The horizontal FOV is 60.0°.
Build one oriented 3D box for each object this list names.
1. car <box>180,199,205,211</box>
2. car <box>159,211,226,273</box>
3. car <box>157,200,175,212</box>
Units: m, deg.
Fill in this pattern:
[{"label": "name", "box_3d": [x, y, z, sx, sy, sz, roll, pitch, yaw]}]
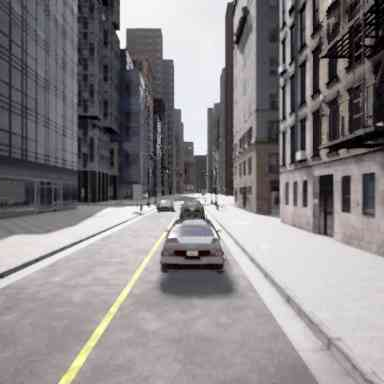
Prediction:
[{"label": "car", "box_3d": [0.032, 1.434, 29.143, 2.097, 1.767, 4.553, 0, 0, 0]}, {"label": "car", "box_3d": [0.031, 1.577, 10.788, 2.033, 1.411, 5.357, 0, 0, 1]}, {"label": "car", "box_3d": [-3.120, 1.684, 40.273, 1.994, 1.385, 4.181, 0, 0, 0]}]
